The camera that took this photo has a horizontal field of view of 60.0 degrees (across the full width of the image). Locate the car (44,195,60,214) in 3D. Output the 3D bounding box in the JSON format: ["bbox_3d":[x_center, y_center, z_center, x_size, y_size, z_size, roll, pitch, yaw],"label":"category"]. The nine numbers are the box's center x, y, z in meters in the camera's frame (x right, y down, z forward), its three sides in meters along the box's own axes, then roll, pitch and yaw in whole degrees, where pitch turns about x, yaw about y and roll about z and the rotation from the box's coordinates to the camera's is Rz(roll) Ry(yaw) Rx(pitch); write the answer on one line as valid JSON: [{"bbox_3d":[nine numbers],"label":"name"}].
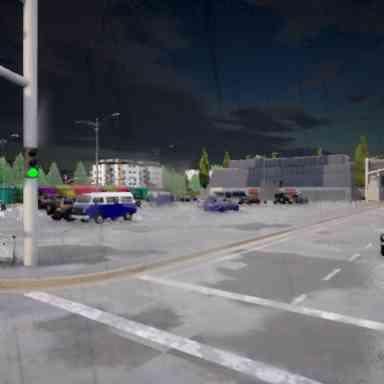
[{"bbox_3d":[-13.546,1.335,36.413,1.784,1.438,3.905,0,0,37],"label":"car"}]

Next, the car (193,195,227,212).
[{"bbox_3d":[2.418,1.370,43.357,1.970,1.475,3.806,0,0,37],"label":"car"}]

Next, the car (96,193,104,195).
[{"bbox_3d":[-13.477,1.311,55.152,1.784,1.438,3.905,0,0,37],"label":"car"}]

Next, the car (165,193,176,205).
[{"bbox_3d":[-3.066,1.333,69.177,1.970,1.475,3.806,0,0,37],"label":"car"}]

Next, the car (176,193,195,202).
[{"bbox_3d":[-0.750,1.098,67.440,1.905,1.878,3.866,0,0,37],"label":"car"}]

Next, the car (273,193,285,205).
[{"bbox_3d":[15.016,1.125,55.755,1.905,1.878,3.866,0,0,37],"label":"car"}]

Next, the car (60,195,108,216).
[{"bbox_3d":[-11.224,1.370,34.684,1.970,1.475,3.806,0,0,37],"label":"car"}]

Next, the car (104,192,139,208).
[{"bbox_3d":[-11.192,1.104,53.371,1.932,1.855,4.605,0,0,37],"label":"car"}]

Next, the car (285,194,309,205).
[{"bbox_3d":[17.306,1.127,53.984,1.932,1.855,4.605,0,0,37],"label":"car"}]

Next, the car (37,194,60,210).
[{"bbox_3d":[-15.729,1.120,37.974,1.932,1.855,4.605,0,0,37],"label":"car"}]

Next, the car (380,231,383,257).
[{"bbox_3d":[8.323,1.620,12.452,1.895,1.301,4.718,0,0,36],"label":"car"}]
